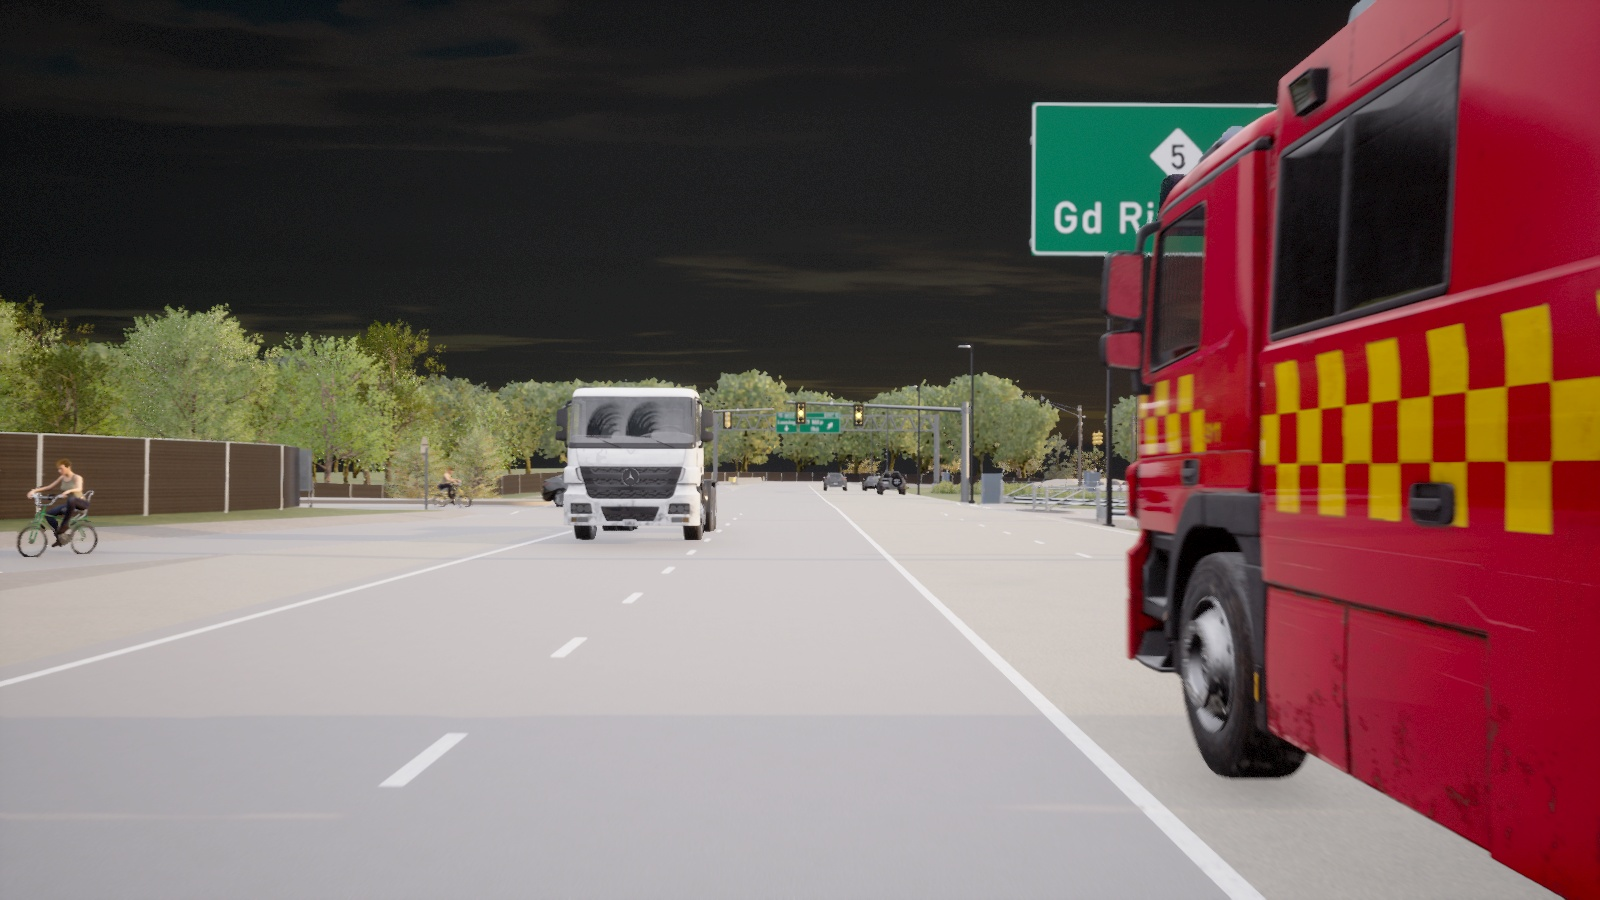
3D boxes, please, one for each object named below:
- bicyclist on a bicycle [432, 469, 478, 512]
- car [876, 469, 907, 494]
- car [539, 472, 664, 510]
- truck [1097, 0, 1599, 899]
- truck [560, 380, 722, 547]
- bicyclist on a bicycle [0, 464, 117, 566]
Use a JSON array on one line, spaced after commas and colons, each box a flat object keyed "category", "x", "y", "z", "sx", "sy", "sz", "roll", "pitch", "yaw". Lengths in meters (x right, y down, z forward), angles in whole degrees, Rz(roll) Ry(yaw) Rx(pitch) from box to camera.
[{"category": "bicyclist on a bicycle", "x": -13.222, "y": 1.554, "z": 48.164, "sx": 1.509, "sy": 1.612, "sz": 0.866, "roll": 0, "pitch": 0, "yaw": 2}, {"category": "car", "x": 6.783, "y": 2.347, "z": 93.663, "sx": 1.932, "sy": 1.855, "sz": 4.605, "roll": 0, "pitch": -1, "yaw": 0}, {"category": "car", "x": -8.123, "y": 1.678, "z": 51.728, "sx": 4.792, "sy": 1.488, "sz": 2.163, "roll": 0, "pitch": -1, "yaw": 0}, {"category": "truck", "x": 3.486, "y": -0.294, "z": 4.292, "sx": 2.891, "sy": 3.827, "sz": 8.468, "roll": 0, "pitch": -1, "yaw": 0}, {"category": "truck", "x": -3.554, "y": 0.340, "z": 30.110, "sx": 2.891, "sy": 3.462, "sz": 7.936, "roll": 0, "pitch": -1, "yaw": 0}, {"category": "bicyclist on a bicycle", "x": -12.196, "y": 1.039, "z": 20.620, "sx": 0.866, "sy": 1.612, "sz": 1.509, "roll": 0, "pitch": -1, "yaw": 19}]
